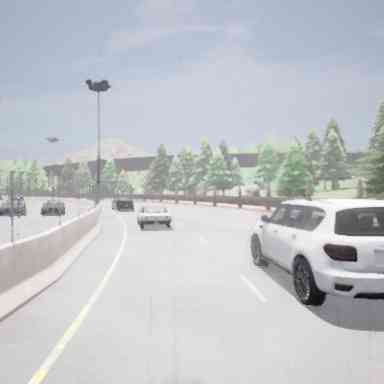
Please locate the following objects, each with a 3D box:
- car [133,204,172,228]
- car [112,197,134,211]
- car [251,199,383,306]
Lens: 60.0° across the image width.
[{"bbox_3d":[-2.538,1.504,21.415,1.895,1.301,4.718,0,0,-12],"label":"car"},{"bbox_3d":[-8.086,1.317,38.591,1.882,1.535,5.008,0,0,-23],"label":"car"},{"bbox_3d":[3.087,1.169,8.122,2.150,2.045,5.566,0,0,-5],"label":"car"}]
